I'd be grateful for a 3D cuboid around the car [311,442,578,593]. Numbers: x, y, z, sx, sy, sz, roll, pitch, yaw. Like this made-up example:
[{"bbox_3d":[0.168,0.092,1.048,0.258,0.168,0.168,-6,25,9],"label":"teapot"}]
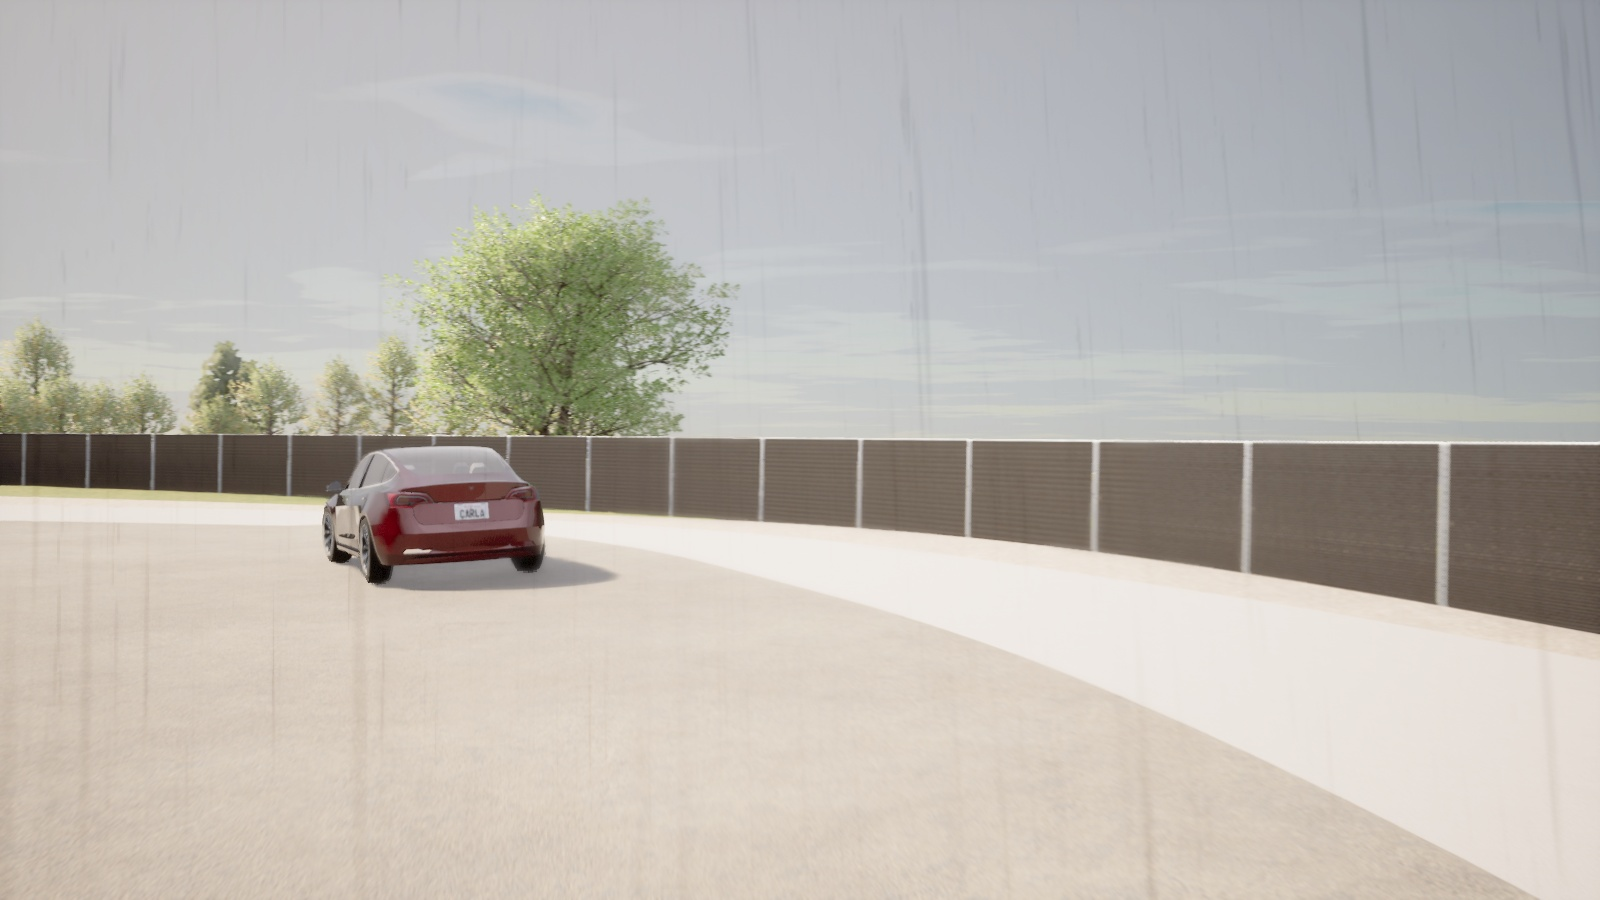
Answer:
[{"bbox_3d":[-4.546,0.694,15.444,2.163,1.488,4.792,-2,1,-28],"label":"car"}]
